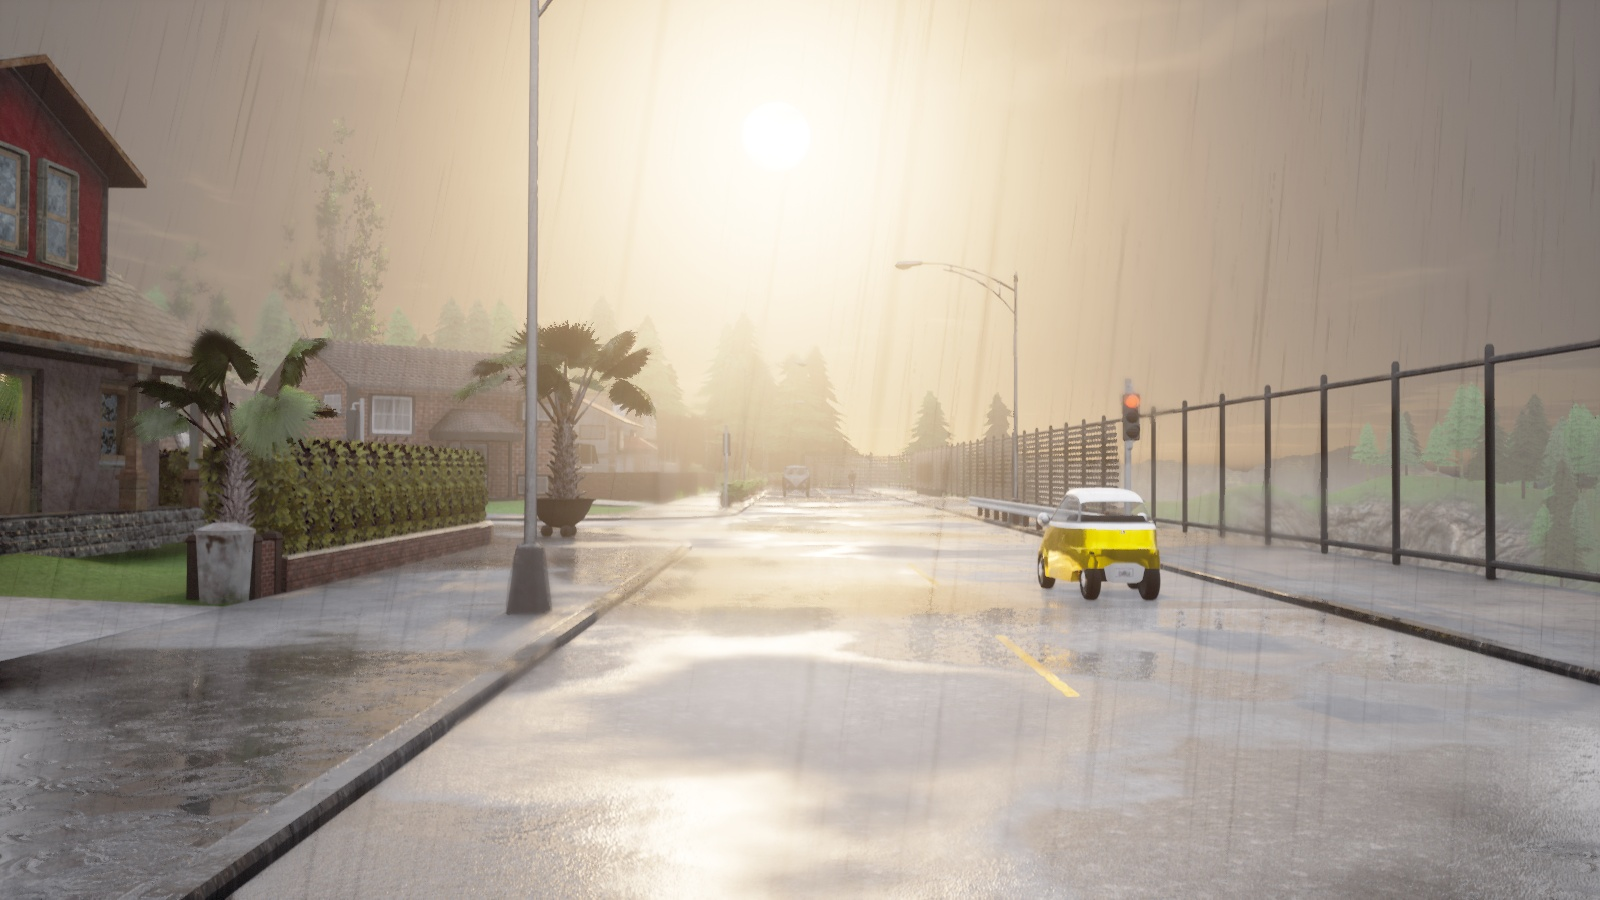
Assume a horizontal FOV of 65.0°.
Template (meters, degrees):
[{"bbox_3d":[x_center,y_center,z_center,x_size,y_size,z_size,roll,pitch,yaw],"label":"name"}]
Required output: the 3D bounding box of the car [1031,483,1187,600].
[{"bbox_3d":[3.959,1.140,16.375,1.481,1.376,2.207,0,-1,0],"label":"car"}]

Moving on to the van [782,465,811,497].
[{"bbox_3d":[-0.225,1.957,79.713,1.775,1.987,4.442,0,-1,0],"label":"van"}]
